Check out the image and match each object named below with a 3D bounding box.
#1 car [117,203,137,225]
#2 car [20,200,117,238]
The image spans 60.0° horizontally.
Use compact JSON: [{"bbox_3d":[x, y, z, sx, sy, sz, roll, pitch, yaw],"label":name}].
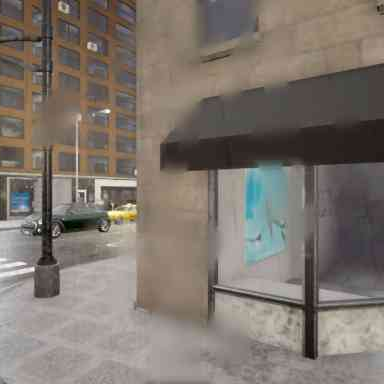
[{"bbox_3d":[-4.825,1.548,24.633,1.752,1.417,4.829,0,0,36],"label":"car"},{"bbox_3d":[-6.626,1.366,17.807,2.097,1.767,4.553,0,0,36],"label":"car"}]
